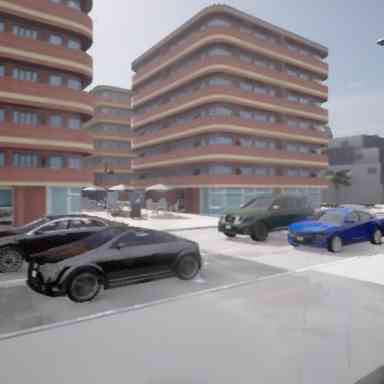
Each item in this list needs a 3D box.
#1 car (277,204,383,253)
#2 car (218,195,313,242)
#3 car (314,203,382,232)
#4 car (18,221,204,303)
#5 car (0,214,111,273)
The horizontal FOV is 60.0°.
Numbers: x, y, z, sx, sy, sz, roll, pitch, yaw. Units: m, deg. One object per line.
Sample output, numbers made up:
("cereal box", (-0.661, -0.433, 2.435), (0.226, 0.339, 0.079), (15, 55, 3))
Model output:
("car", (6.060, 1.445, 13.825), (5.008, 1.535, 1.882), (-1, 0, -35))
("car", (3.882, 1.184, 16.571), (5.566, 2.045, 2.150), (-1, 1, -35))
("car", (9.744, 1.496, 20.635), (4.674, 1.442, 1.812), (0, 0, -35))
("car", (-1.754, 1.554, 8.271), (4.181, 1.385, 1.994), (0, 0, -36))
("car", (-4.334, 1.484, 10.719), (4.902, 1.511, 2.128), (0, 0, -35))
